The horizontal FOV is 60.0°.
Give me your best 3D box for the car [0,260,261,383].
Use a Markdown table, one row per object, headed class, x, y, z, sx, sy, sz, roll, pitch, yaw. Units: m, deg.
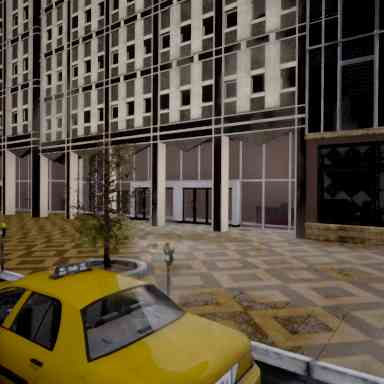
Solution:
| class | x | y | z | sx | sy | sz | roll | pitch | yaw |
| --- | --- | --- | --- | --- | --- | --- | --- | --- | --- |
| car | -1.621 | 1.524 | 4.051 | 4.829 | 1.417 | 1.752 | 0 | 1 | 36 |
